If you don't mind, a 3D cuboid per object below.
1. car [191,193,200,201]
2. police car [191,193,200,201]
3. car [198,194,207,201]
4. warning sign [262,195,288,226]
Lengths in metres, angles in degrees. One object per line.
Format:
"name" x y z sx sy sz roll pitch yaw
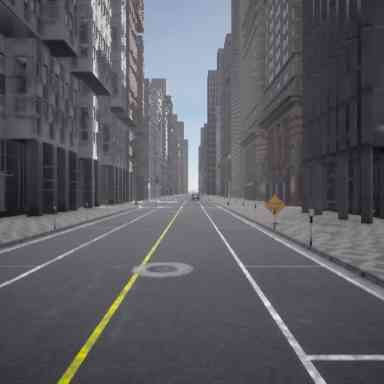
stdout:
"car" 0.897 1.333 90.350 2.150 2.045 5.566 0 0 0
"police car" 0.900 1.460 80.431 1.930 1.638 5.238 0 0 0
"car" 2.759 1.330 85.611 2.192 1.841 5.009 0 0 0
"warning sign" 5.070 1.100 20.316 1.300 1.860 1.060 0 0 0
